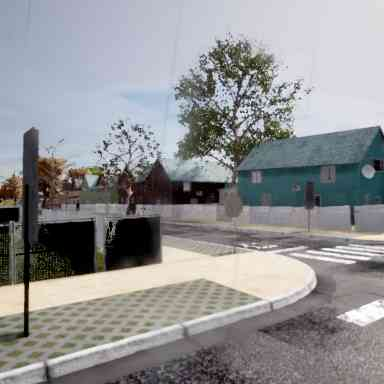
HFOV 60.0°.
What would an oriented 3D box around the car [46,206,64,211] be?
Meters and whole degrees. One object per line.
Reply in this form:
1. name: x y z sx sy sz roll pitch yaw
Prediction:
1. car: -19.334 2.720 46.640 1.994 1.385 4.181 1 -2 -35
